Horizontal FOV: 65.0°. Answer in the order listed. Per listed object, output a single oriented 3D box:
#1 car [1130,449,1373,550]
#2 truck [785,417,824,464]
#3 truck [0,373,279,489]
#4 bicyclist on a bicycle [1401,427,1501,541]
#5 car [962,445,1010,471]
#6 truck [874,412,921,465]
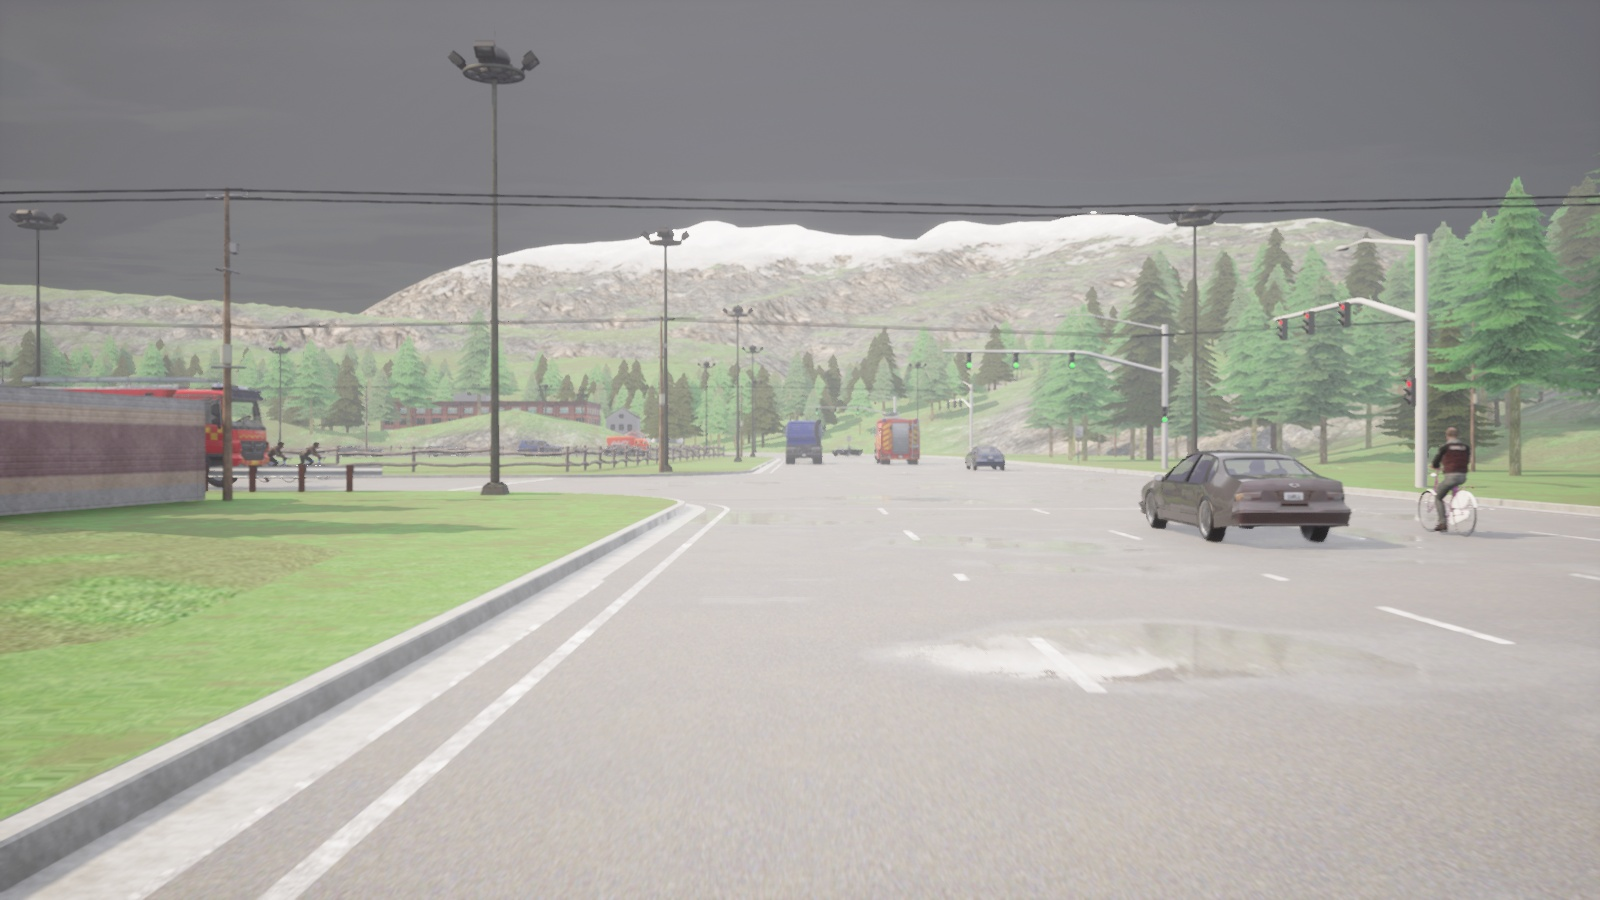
[{"bbox_3d":[7.081,0.700,20.434,2.033,1.411,5.357,0,0,0],"label":"car"},{"bbox_3d":[0.327,-0.705,96.879,2.891,3.462,7.936,0,0,0],"label":"truck"},{"bbox_3d":[-22.671,-0.643,42.958,8.468,3.827,2.891,0,0,-1],"label":"truck"},{"bbox_3d":[10.580,0.526,20.478,0.659,1.776,1.843,0,0,0],"label":"bicyclist on a bicycle"},{"bbox_3d":[10.747,0.448,72.944,2.033,1.411,5.357,0,0,1],"label":"car"},{"bbox_3d":[7.319,-0.876,95.345,2.891,3.827,8.468,0,0,0],"label":"truck"}]
